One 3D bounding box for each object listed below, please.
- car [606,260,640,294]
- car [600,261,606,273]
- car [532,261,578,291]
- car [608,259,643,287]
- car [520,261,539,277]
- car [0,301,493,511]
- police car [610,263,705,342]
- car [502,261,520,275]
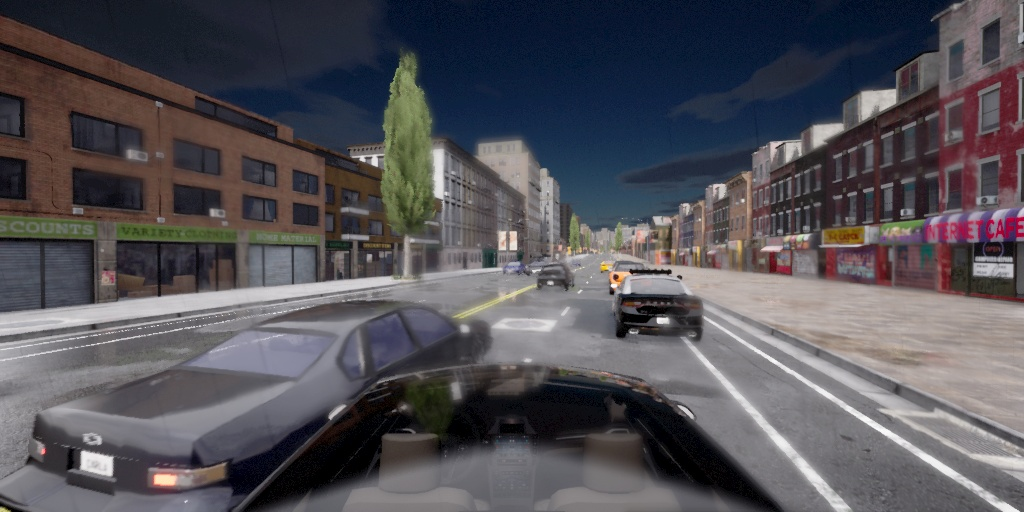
[{"bbox_3d":[6.400,1.099,19.637,2.097,1.767,4.553,0,0,15],"label":"car"},{"bbox_3d":[12.241,1.327,45.352,1.882,1.535,5.008,0,0,15],"label":"car"},{"bbox_3d":[2.773,1.254,22.053,1.837,1.490,4.892,0,0,15],"label":"car"},{"bbox_3d":[7.939,1.108,25.437,2.097,1.767,4.553,0,0,15],"label":"car"},{"bbox_3d":[2.670,1.273,35.101,2.128,1.511,4.902,0,0,15],"label":"car"},{"bbox_3d":[-1.863,1.297,4.591,2.033,1.411,5.357,0,0,15],"label":"car"},{"bbox_3d":[3.870,1.173,10.106,1.930,1.638,5.238,0,0,15],"label":"police car"},{"bbox_3d":[0.384,1.323,39.211,1.812,1.442,4.674,0,0,15],"label":"car"}]
